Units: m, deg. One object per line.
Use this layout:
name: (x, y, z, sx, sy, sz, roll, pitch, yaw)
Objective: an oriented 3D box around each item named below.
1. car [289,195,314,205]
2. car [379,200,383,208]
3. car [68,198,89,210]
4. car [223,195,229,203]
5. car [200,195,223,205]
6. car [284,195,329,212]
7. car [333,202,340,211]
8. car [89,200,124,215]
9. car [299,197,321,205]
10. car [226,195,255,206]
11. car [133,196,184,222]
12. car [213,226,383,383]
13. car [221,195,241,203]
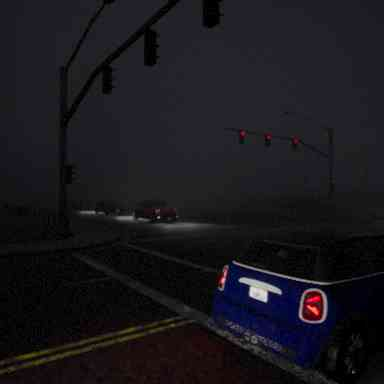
car: (22.084, 1.616, 67.297, 1.932, 1.855, 4.605, 1, 0, -35)
car: (32.231, 1.614, 53.015, 1.905, 1.878, 3.866, 1, 0, -35)
car: (-14.968, 1.610, 43.995, 2.128, 1.511, 4.902, 1, 0, -35)
car: (6.685, 1.766, 74.783, 1.784, 1.438, 3.905, 1, 0, -35)
car: (4.323, 1.775, 73.109, 1.970, 1.475, 3.806, 1, 0, -35)
car: (13.850, 1.433, 40.009, 1.932, 1.855, 4.605, 1, 0, -35)
car: (16.243, 1.459, 41.638, 1.905, 1.878, 3.866, 1, 0, -35)
car: (-8.847, 1.606, 35.402, 2.128, 1.511, 4.902, 1, 0, -35)
car: (24.483, 1.850, 68.919, 1.784, 1.438, 3.905, 1, 0, -35)
car: (8.349, 1.725, 57.453, 1.970, 1.475, 3.806, 1, 0, -35)
car: (-3.017, 1.464, 27.236, 2.097, 1.767, 4.553, 1, 0, -36)
car: (2.609, 1.394, 5.662, 4.553, 1.767, 2.097, 1, 0, -36)
car: (8.847, 1.577, 76.376, 1.932, 1.855, 4.605, 1, 0, -35)
